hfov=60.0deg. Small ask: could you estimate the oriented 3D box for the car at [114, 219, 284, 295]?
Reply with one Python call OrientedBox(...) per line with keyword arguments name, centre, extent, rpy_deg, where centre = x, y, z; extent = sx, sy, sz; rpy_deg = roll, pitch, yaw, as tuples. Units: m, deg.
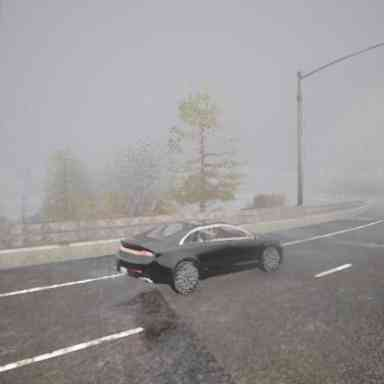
OrientedBox(name="car", centre=(0.422, 1.478, 8.738), extent=(4.902, 1.511, 2.128), rpy_deg=(-1, 0, -38))
